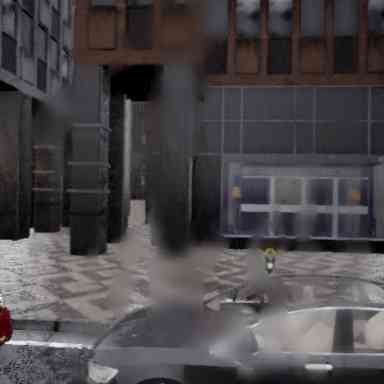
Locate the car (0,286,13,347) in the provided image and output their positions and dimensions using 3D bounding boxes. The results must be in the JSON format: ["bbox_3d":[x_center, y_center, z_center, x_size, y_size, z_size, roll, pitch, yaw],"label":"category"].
[{"bbox_3d":[-4.468,1.391,3.850,4.097,1.590,1.967,1,-1,4],"label":"car"}]

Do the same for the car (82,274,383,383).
[{"bbox_3d":[1.120,1.613,3.488,4.403,1.369,2.008,1,-1,4],"label":"car"}]
